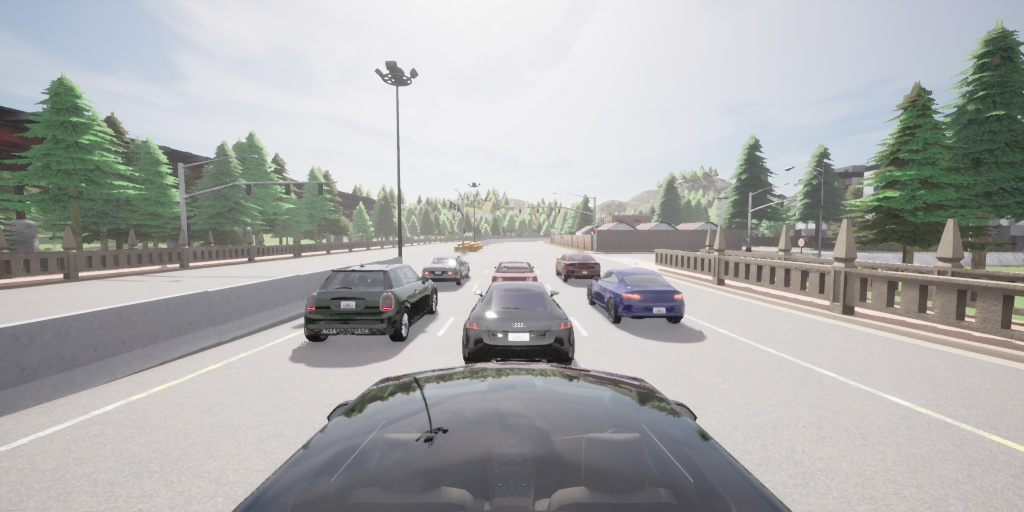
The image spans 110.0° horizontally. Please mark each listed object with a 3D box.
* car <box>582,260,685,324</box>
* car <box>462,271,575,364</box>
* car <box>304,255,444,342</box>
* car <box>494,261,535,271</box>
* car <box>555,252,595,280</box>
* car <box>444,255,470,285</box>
[{"bbox_3d":[3.605,1.073,11.050,1.812,1.442,4.674,0,2,0],"label":"car"},{"bbox_3d":[0.106,1.222,7.794,1.994,1.385,4.181,0,2,0],"label":"car"},{"bbox_3d":[-3.395,0.957,9.550,2.097,1.767,4.553,0,2,0],"label":"car"},{"bbox_3d":[0.111,0.860,16.555,1.895,1.301,4.718,0,3,0],"label":"car"},{"bbox_3d":[3.613,0.529,20.244,1.882,1.535,5.008,0,3,0],"label":"car"},{"bbox_3d":[-3.387,0.670,18.972,2.033,1.411,5.357,0,3,0],"label":"car"}]
